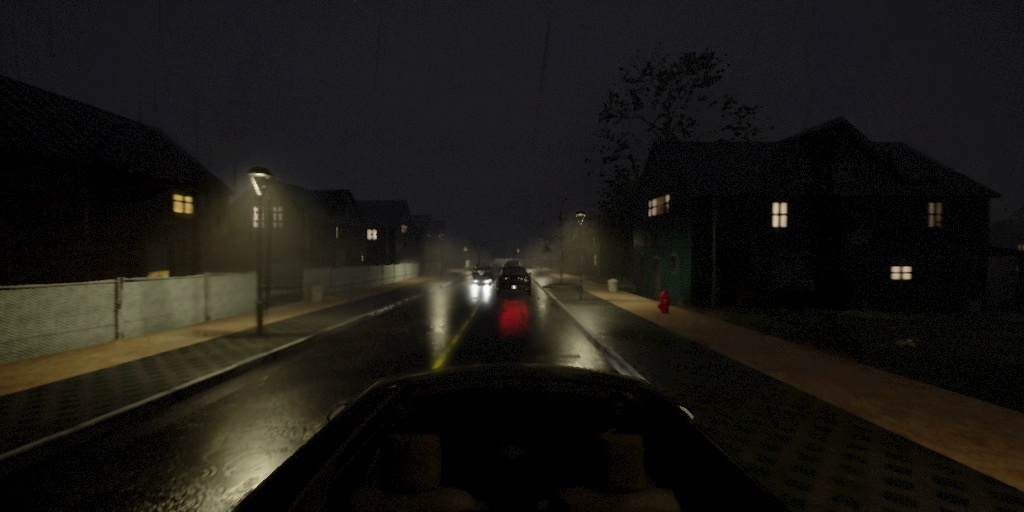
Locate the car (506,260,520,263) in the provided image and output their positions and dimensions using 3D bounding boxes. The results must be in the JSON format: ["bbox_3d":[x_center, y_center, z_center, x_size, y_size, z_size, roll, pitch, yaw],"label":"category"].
[{"bbox_3d":[0.108,1.244,38.819,2.097,1.767,4.553,0,0,0],"label":"car"}]

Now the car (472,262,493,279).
[{"bbox_3d":[-2.744,1.374,34.788,2.128,1.511,4.902,0,0,0],"label":"car"}]

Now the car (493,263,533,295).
[{"bbox_3d":[0.104,1.326,20.459,1.837,1.490,4.892,0,0,0],"label":"car"}]
